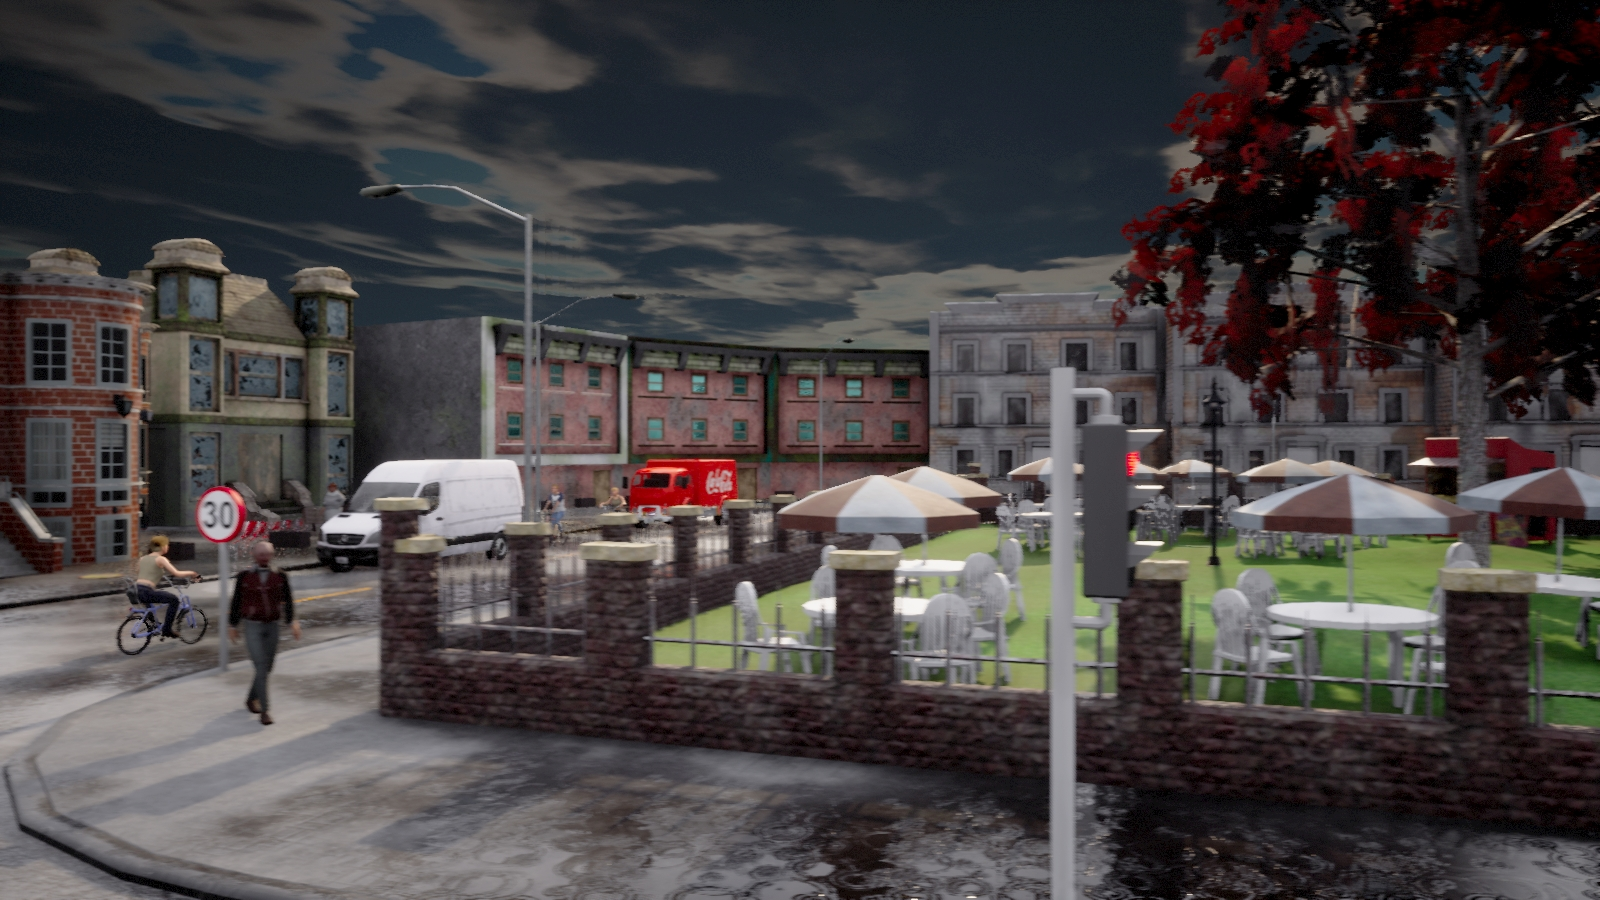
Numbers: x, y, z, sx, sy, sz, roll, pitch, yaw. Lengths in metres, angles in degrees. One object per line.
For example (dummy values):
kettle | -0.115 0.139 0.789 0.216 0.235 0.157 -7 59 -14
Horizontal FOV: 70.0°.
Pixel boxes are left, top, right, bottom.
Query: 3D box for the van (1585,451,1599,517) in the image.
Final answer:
van | 34.016 1.312 44.024 5.915 2.561 1.988 0 0 19

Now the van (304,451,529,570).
van | -9.083 1.313 27.792 1.988 2.561 5.915 0 0 19

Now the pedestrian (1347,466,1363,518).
pedestrian | 20.257 1.522 41.684 0.375 1.860 0.375 0 0 -5

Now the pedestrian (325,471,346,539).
pedestrian | -12.953 1.525 31.867 0.375 1.860 0.375 0 0 20

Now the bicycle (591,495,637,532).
bicycle | -5.975 2.035 36.718 0.859 1.080 1.487 0 0 20

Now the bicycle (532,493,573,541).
bicycle | -7.179 1.935 33.223 0.373 1.296 1.643 0 0 19

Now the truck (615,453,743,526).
truck | -4.300 1.346 41.640 2.627 2.467 5.204 0 0 20

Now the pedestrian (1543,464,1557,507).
pedestrian | 32.209 1.521 49.050 0.375 1.860 0.375 0 0 10

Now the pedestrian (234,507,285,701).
pedestrian | -5.387 1.516 11.391 0.375 1.860 0.375 0 0 -40
